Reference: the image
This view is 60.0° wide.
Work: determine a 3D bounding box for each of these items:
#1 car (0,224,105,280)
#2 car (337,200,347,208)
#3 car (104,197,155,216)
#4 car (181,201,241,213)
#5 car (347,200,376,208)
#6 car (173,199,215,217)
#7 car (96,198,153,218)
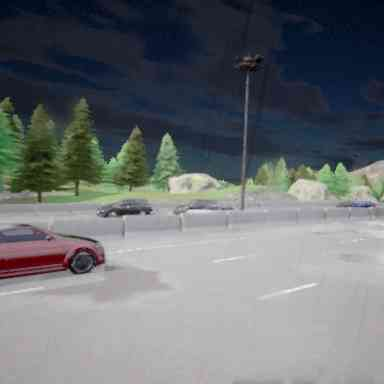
[{"bbox_3d":[-4.554,1.566,9.096,4.181,1.385,1.994,0,0,-36],"label":"car"},{"bbox_3d":[27.138,2.186,57.638,4.892,1.490,1.837,1,-1,-35],"label":"car"},{"bbox_3d":[-6.334,1.405,33.847,4.553,1.767,2.097,0,0,-35],"label":"car"},{"bbox_3d":[1.813,1.673,26.770,4.718,1.301,1.895,1,0,-35],"label":"car"},{"bbox_3d":[27.817,2.100,53.837,5.008,1.535,1.882,2,-1,-35],"label":"car"},{"bbox_3d":[0.522,1.430,30.142,4.553,1.767,2.097,0,0,-35],"label":"car"},{"bbox_3d":[-6.050,1.546,29.760,4.892,1.490,1.837,0,0,-35],"label":"car"}]
